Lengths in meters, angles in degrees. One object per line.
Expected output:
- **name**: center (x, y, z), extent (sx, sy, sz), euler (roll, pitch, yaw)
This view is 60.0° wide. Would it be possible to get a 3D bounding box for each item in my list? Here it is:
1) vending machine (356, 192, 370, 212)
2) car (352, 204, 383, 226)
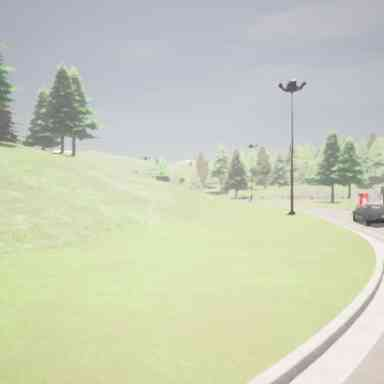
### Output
- **vending machine**: center (19.041, 1.105, 37.053), extent (1.100, 2.100, 0.880), euler (0, 0, 9)
- **car**: center (12.468, 1.508, 22.807), extent (1.994, 1.385, 4.181), euler (0, 0, 11)
